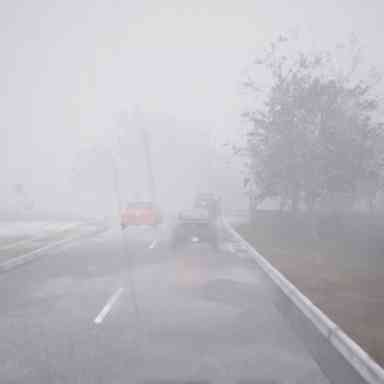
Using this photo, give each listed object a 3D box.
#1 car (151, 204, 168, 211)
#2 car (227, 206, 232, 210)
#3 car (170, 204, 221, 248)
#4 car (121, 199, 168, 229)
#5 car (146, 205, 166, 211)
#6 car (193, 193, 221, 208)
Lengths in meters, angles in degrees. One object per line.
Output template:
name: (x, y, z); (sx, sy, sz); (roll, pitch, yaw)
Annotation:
car: (-8.627, 4.156, 88.060); (4.553, 1.767, 2.097); (0, -3, -4)
car: (7.401, 4.045, 82.979); (5.357, 1.411, 2.033); (-3, -4, 39)
car: (0.103, 1.477, 14.561); (1.837, 1.490, 4.892); (0, 0, 0)
car: (-3.015, 1.314, 21.194); (2.097, 1.767, 4.553); (0, 0, 2)
car: (-9.177, 4.085, 84.731); (5.008, 1.535, 1.882); (1, -3, -9)
car: (1.470, 1.134, 31.954); (2.150, 2.045, 5.566); (-1, 0, 10)
